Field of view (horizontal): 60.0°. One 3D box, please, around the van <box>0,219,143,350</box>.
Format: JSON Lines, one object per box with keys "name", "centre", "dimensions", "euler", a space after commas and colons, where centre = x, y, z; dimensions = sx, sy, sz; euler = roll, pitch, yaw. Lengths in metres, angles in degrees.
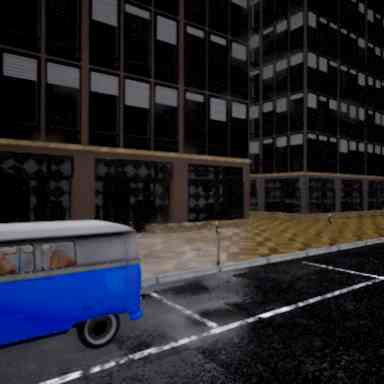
{"name": "van", "centre": [-2.666, 1.341, 4.652], "dimensions": [3.998, 1.788, 1.690], "euler": [0, 0, -35]}
